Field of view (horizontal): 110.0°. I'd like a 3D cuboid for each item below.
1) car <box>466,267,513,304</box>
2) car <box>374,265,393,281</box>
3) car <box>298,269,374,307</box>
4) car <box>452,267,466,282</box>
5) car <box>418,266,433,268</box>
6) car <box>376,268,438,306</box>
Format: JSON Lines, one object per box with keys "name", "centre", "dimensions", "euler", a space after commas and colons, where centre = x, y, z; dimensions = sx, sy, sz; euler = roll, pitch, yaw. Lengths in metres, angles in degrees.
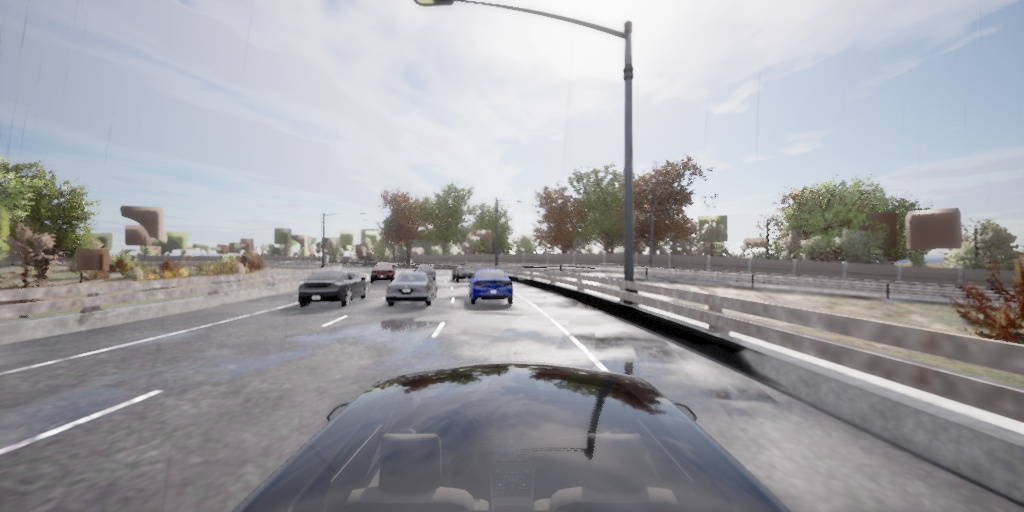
{"name": "car", "centre": [-1.130, 1.378, 17.614], "dimensions": [1.882, 1.535, 5.008], "euler": [0, 0, -8]}
{"name": "car", "centre": [-11.274, 1.514, 31.554], "dimensions": [1.882, 1.535, 5.008], "euler": [0, 0, -16]}
{"name": "car", "centre": [-8.036, 1.400, 16.482], "dimensions": [1.837, 1.490, 4.892], "euler": [0, 0, -8]}
{"name": "car", "centre": [-4.431, 1.649, 33.119], "dimensions": [1.895, 1.301, 4.718], "euler": [0, -1, -16]}
{"name": "car", "centre": [-7.764, 1.587, 32.049], "dimensions": [2.033, 1.411, 5.357], "euler": [0, -1, -16]}
{"name": "car", "centre": [-4.519, 1.440, 16.654], "dimensions": [2.033, 1.411, 5.357], "euler": [0, -1, -8]}
